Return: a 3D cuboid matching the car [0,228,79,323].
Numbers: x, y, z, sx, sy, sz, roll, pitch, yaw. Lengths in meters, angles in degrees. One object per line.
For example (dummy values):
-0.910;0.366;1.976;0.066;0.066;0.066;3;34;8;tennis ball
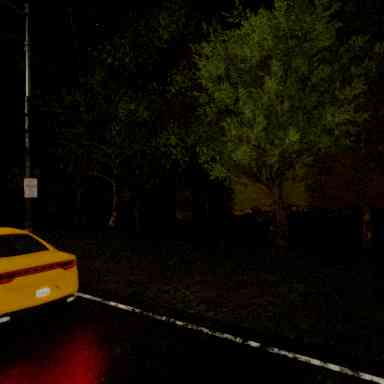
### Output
-4.439;1.476;6.866;5.008;1.535;1.882;0;1;36;car
